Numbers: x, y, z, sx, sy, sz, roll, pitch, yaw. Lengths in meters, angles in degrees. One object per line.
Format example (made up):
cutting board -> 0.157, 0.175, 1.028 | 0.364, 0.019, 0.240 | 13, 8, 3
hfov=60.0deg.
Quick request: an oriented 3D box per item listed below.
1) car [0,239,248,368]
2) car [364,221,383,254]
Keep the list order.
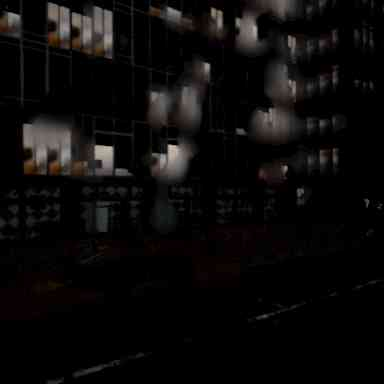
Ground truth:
car -> -1.185, 1.531, 5.726 | 4.829, 1.417, 1.752 | 0, -1, -36
car -> 8.203, 1.472, 12.434 | 4.097, 1.590, 1.967 | 0, -1, -36
